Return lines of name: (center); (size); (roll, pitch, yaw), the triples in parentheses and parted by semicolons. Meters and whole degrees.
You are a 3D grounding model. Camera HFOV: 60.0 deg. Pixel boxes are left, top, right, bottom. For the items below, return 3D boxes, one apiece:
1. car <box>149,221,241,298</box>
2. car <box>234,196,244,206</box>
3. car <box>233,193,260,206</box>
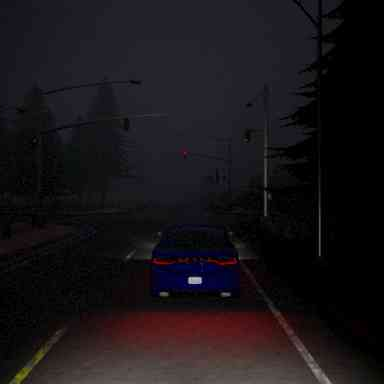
car: (0.079, 1.478, 8.597); (1.882, 1.535, 5.008); (0, 0, 1)
car: (8.958, 1.144, 49.548); (4.605, 1.855, 1.932); (0, 0, 0)
car: (8.549, 1.146, 52.059); (3.866, 1.878, 1.905); (0, 0, 0)
